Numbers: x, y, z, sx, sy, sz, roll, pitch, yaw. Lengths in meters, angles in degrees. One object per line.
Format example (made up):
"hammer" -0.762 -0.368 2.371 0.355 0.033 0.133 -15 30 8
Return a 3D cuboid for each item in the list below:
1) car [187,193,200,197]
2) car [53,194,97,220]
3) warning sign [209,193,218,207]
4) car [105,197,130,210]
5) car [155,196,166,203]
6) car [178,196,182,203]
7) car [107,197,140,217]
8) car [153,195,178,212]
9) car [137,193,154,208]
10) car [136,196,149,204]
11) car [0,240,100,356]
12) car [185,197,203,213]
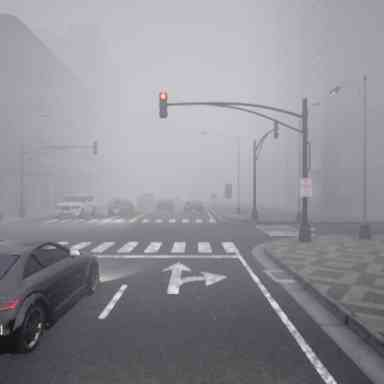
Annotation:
"car" 0.220 1.156 62.595 2.150 2.045 5.566 0 0 0
"car" -9.772 1.203 28.352 2.150 2.045 5.566 0 0 0
"warning sign" 2.975 1.073 46.286 1.300 1.860 1.060 0 0 0
"car" -9.727 1.452 43.650 2.128 1.511 4.902 0 0 0
"car" -6.319 1.527 67.356 1.895 1.301 4.718 0 0 0
"car" -3.014 1.438 64.515 1.837 1.490 4.892 0 1 1
"car" -6.486 1.471 30.673 2.128 1.511 4.902 0 0 -1
"car" -3.044 1.446 38.801 1.882 1.535 5.008 0 0 0
"car" -6.464 1.178 47.482 2.150 2.045 5.566 0 0 0
"car" -9.603 1.455 64.931 1.812 1.442 4.674 0 0 1
"car" -3.134 1.560 6.051 1.994 1.385 4.181 0 0 0
"car" 0.201 1.573 36.244 1.895 1.301 4.718 0 0 0
